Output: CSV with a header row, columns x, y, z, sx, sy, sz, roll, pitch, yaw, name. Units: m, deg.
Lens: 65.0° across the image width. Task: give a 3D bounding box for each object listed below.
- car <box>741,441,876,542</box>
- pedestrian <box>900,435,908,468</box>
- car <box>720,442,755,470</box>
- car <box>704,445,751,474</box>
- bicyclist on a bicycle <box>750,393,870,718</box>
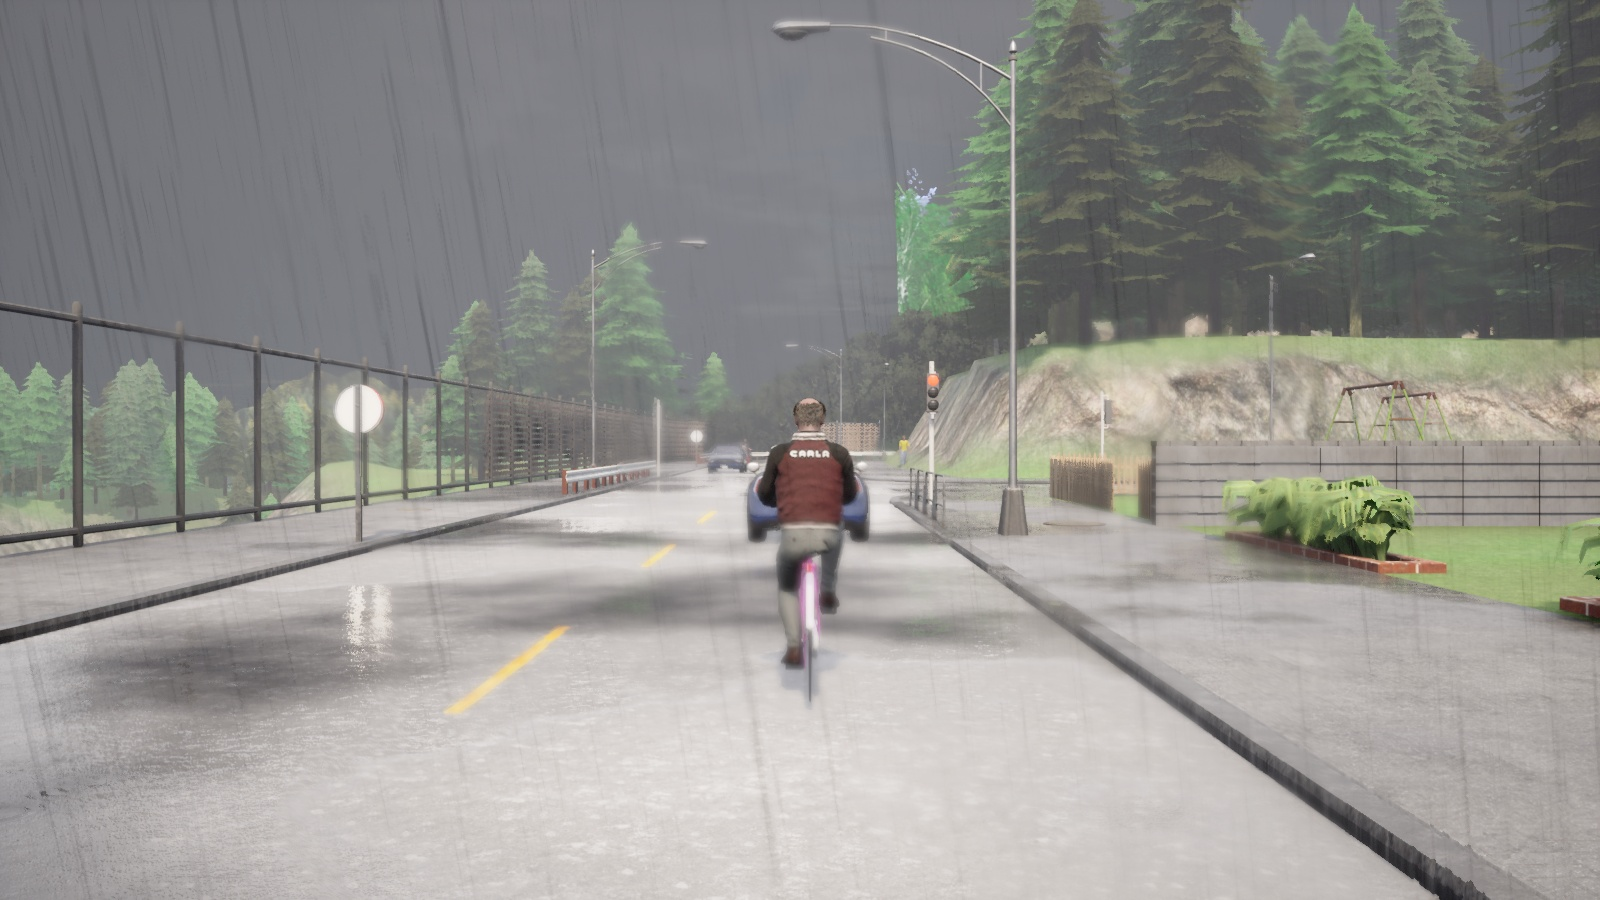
x,y,z,sx,sy,sz,roll,pitch,yaw,name
0.130,0.598,20.234,1.970,1.475,3.806,0,0,0,car
5.676,0.074,68.618,0.354,1.836,0.706,0,0,0,pedestrian
-3.579,0.315,72.130,1.789,1.549,3.705,0,0,0,car
-3.595,0.434,63.269,2.033,1.411,5.357,0,0,0,car
0.059,0.573,7.787,0.659,1.776,1.843,0,0,0,bicyclist on a bicycle
